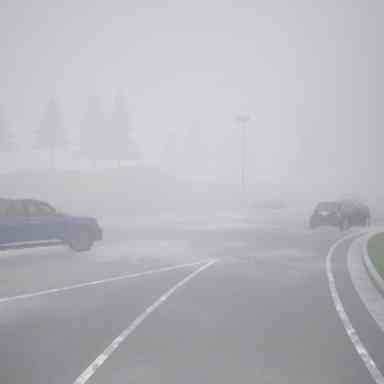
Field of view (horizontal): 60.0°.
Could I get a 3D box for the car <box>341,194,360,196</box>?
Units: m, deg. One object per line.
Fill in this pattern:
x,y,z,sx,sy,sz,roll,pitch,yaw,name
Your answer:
13.824,1.345,29.438,4.553,1.767,2.097,0,0,-41,car

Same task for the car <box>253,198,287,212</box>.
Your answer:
9.371,1.468,39.513,5.008,1.535,1.882,0,0,-41,car

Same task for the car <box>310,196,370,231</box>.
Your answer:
9.310,1.346,20.785,4.553,1.767,2.097,0,0,-41,car

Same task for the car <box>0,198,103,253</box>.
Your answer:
-6.060,1.217,11.886,5.566,2.045,2.150,0,0,-41,car

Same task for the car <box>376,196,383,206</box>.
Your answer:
32.374,1.463,55.285,5.008,1.535,1.882,0,0,-41,car
